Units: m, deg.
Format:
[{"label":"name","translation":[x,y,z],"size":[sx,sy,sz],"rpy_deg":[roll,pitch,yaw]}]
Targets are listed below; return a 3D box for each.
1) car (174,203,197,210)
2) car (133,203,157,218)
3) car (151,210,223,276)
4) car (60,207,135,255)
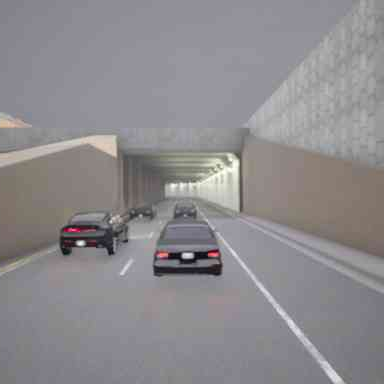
[{"label":"car","translation":[-0.583,1.559,28.517],"size":[1.895,1.301,4.718],"rpy_deg":[0,0,-1]},{"label":"car","translation":[-4.082,1.589,28.433],"size":[1.895,1.301,4.718],"rpy_deg":[0,0,-1]},{"label":"car","translation":[-0.142,1.532,10.276],"size":[2.033,1.411,5.357],"rpy_deg":[0,0,-1]},{"label":"car","translation":[-3.706,1.508,13.344],"size":[1.837,1.490,4.892],"rpy_deg":[0,-2,-1]}]
